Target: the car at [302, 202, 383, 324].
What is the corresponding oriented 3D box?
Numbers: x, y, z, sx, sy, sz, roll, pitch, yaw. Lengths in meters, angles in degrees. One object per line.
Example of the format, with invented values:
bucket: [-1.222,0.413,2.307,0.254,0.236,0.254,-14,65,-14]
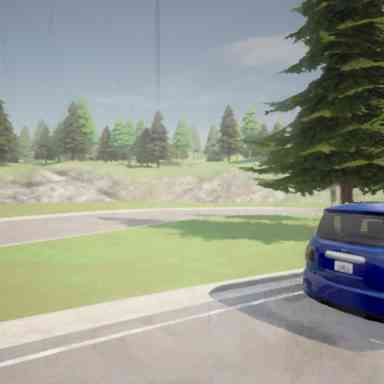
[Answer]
car: [4.594,1.213,6.284,5.566,2.045,2.150,0,0,-30]
